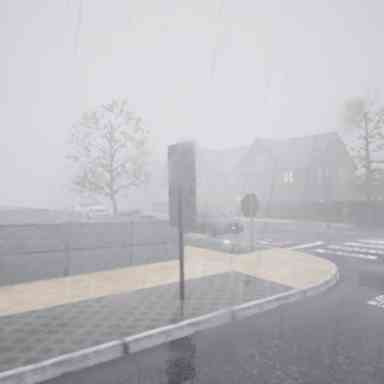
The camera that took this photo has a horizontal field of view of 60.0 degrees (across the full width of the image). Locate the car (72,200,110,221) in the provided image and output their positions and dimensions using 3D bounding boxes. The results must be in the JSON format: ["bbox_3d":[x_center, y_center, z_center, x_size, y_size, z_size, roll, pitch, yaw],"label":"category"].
[{"bbox_3d":[-10.864,1.944,36.133,2.150,2.045,5.566,-2,0,-35],"label":"car"}]

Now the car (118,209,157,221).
[{"bbox_3d":[-4.761,2.074,27.615,1.895,1.301,4.718,-2,0,-36],"label":"car"}]

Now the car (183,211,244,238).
[{"bbox_3d":[1.066,1.799,19.475,1.994,1.385,4.181,-2,0,-36],"label":"car"}]

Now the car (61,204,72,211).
[{"bbox_3d":[-19.200,2.639,52.659,2.033,1.411,5.357,-2,0,-36],"label":"car"}]
